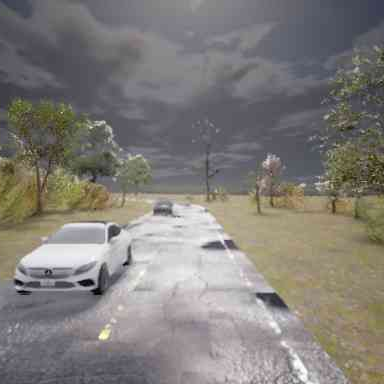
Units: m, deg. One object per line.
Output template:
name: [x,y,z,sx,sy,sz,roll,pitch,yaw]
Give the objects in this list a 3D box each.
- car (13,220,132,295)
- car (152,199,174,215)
car: [-2.806,1.521,8.873,1.812,1.442,4.674,0,0,1]
car: [-2.850,1.491,33.691,1.837,1.490,4.892,0,0,0]
